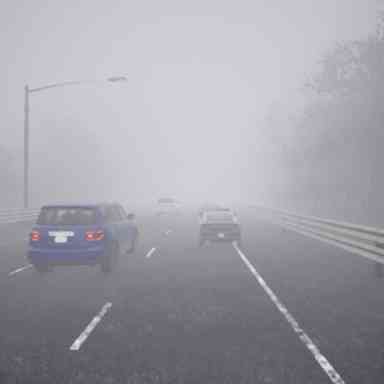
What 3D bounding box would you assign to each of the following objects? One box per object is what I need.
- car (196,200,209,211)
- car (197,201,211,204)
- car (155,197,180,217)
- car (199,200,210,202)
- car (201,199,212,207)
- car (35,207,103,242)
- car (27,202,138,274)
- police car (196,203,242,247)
[{"bbox_3d":[1.685,2.031,50.165,1.812,1.442,4.674,0,-1,4],"label":"car"},{"bbox_3d":[1.525,1.731,25.868,1.882,1.535,5.008,0,-1,2],"label":"car"},{"bbox_3d":[-2.526,1.567,35.267,2.150,2.045,5.566,0,-1,3],"label":"car"},{"bbox_3d":[1.756,1.819,31.788,1.837,1.490,4.892,0,-1,2],"label":"car"},{"bbox_3d":[3.028,2.247,67.519,2.033,1.411,5.357,0,-1,5],"label":"car"},{"bbox_3d":[-6.628,1.680,18.584,1.837,1.490,4.892,0,-1,1],"label":"car"},{"bbox_3d":[-3.288,1.326,11.128,2.150,2.045,5.566,0,-1,1],"label":"car"},{"bbox_3d":[1.244,1.581,16.109,1.930,1.638,5.238,0,-1,1],"label":"police car"}]
